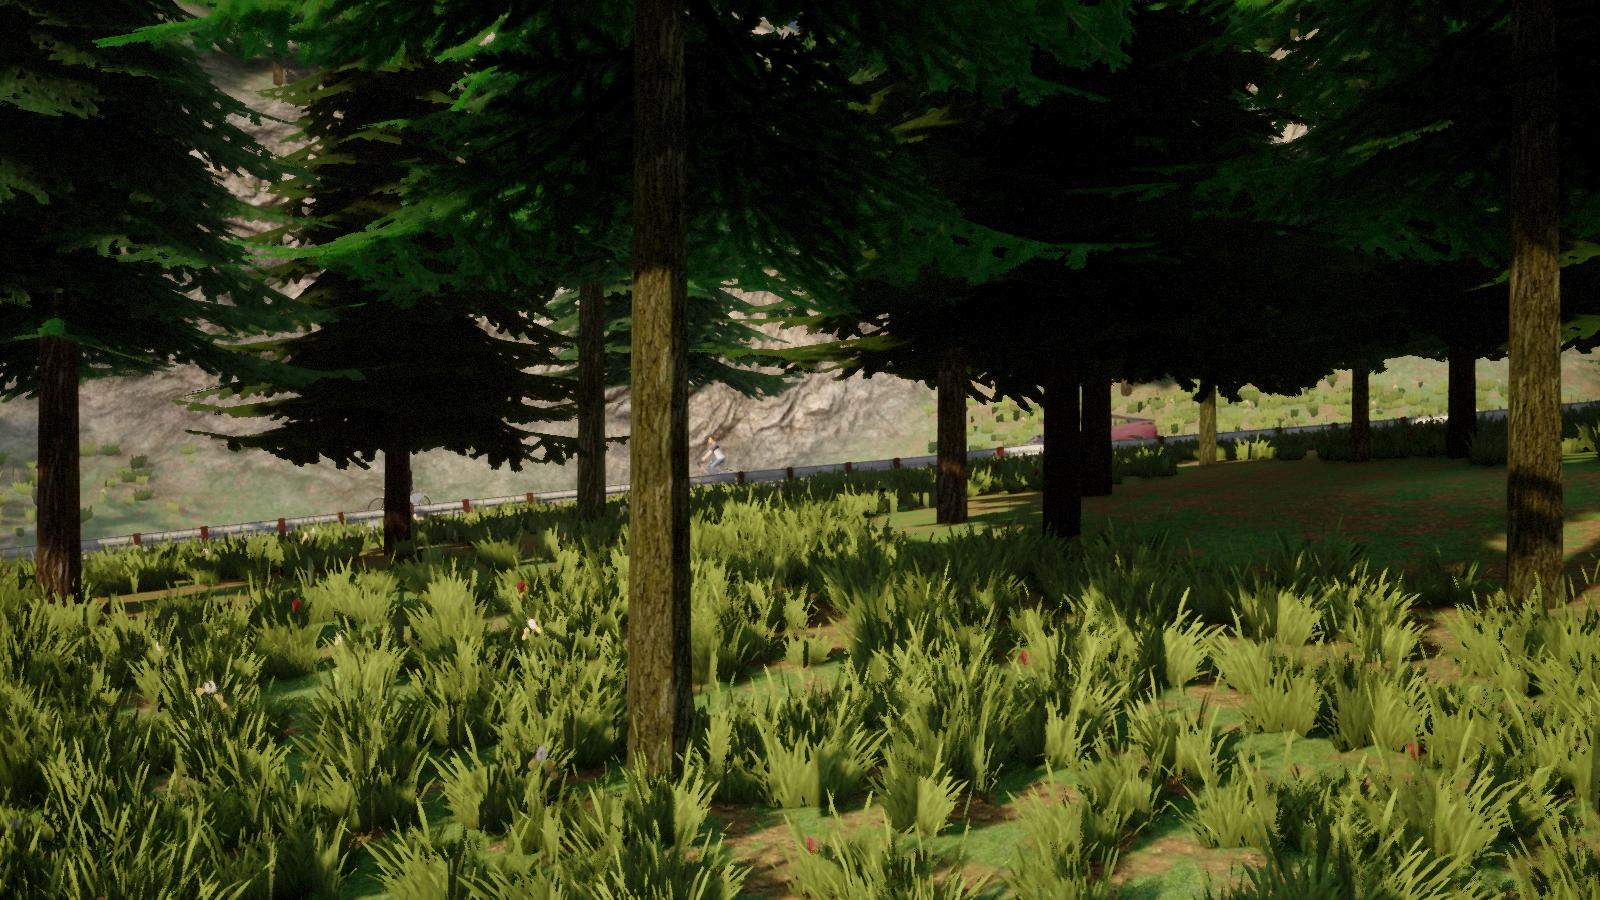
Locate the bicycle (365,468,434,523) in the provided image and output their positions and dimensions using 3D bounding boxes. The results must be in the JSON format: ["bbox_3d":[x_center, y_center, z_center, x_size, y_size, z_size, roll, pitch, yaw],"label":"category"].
[{"bbox_3d":[-12.075,1.355,34.490,1.835,1.471,0.329,-5,2,-29],"label":"bicycle"}]

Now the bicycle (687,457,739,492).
[{"bbox_3d":[-2.947,0.825,38.717,1.643,1.024,0.373,-4,1,-11],"label":"bicycle"}]

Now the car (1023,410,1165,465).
[{"bbox_3d":[10.124,-0.419,39.483,4.514,1.525,2.007,-4,-1,14],"label":"car"}]
